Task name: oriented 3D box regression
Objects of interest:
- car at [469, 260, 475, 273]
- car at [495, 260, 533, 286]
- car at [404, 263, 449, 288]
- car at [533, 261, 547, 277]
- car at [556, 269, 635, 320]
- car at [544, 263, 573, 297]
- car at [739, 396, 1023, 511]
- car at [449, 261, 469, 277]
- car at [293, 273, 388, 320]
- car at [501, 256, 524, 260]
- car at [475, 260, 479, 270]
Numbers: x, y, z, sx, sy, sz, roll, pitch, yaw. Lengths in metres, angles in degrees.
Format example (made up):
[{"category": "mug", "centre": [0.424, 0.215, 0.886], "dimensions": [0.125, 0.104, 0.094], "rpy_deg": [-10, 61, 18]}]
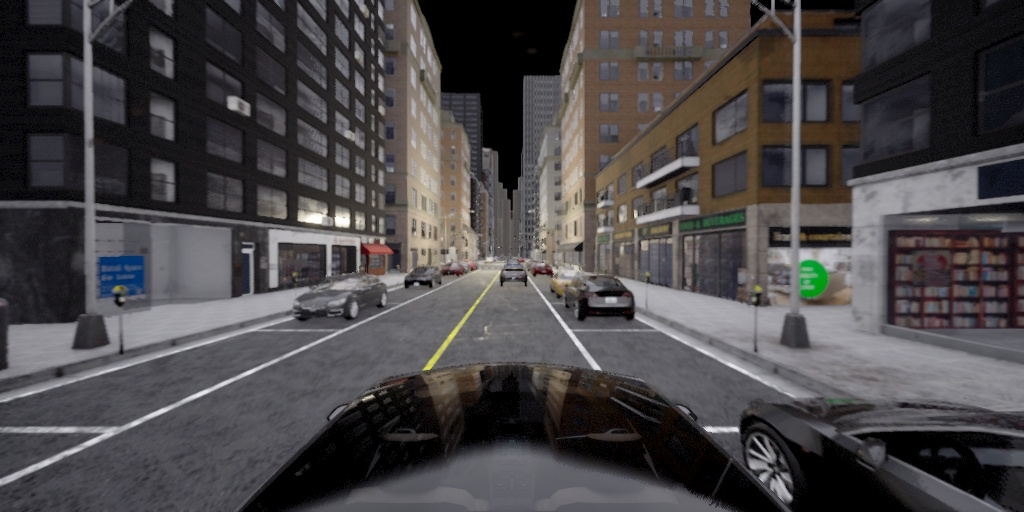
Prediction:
[{"category": "car", "centre": [-5.655, 1.278, 40.045], "dimensions": [2.007, 1.370, 4.403], "rpy_deg": [0, 0, 0]}, {"category": "car", "centre": [0.109, 1.228, 25.267], "dimensions": [2.128, 1.511, 4.902], "rpy_deg": [0, 0, 0]}, {"category": "car", "centre": [-5.661, 1.304, 23.453], "dimensions": [1.948, 1.339, 4.313], "rpy_deg": [0, 0, 0]}, {"category": "car", "centre": [2.868, 1.276, 34.520], "dimensions": [1.888, 1.381, 4.507], "rpy_deg": [0, 0, 0]}, {"category": "car", "centre": [2.862, 1.310, 12.402], "dimensions": [1.948, 1.339, 4.313], "rpy_deg": [0, 0, 0]}, {"category": "car", "centre": [2.863, 1.267, 18.101], "dimensions": [1.751, 1.417, 4.829], "rpy_deg": [0, 0, 0]}, {"category": "car", "centre": [2.858, 1.316, 1.344], "dimensions": [1.948, 1.339, 4.313], "rpy_deg": [0, 0, 0]}, {"category": "car", "centre": [-5.657, 1.276, 34.514], "dimensions": [1.888, 1.381, 4.507], "rpy_deg": [0, 0, 0]}, {"category": "car", "centre": [-5.664, 1.295, 12.391], "dimensions": [2.007, 1.370, 4.403], "rpy_deg": [0, 0, 0]}, {"category": "car", "centre": [0.113, 1.078, 43.580], "dimensions": [2.097, 1.767, 4.553], "rpy_deg": [0, 0, 0]}, {"category": "car", "centre": [-5.654, 1.268, 45.576], "dimensions": [1.888, 1.381, 4.507], "rpy_deg": [0, 0, 0]}]
